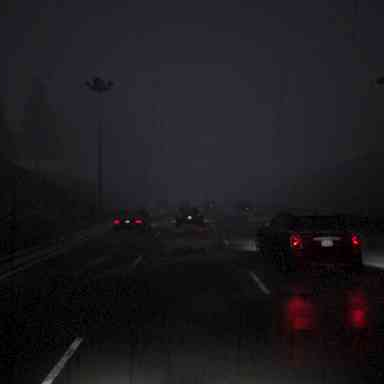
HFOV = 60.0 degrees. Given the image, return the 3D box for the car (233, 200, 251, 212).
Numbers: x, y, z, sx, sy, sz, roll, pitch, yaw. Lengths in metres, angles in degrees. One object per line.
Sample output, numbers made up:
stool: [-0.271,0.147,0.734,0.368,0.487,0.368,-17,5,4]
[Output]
car: [6.344,1.716,41.519,1.837,1.490,4.892,-1,0,-2]

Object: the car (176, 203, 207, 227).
car: [-0.186,1.737,24.623,1.994,1.385,4.181,-1,0,-1]

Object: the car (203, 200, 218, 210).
car: [2.560,1.862,47.458,1.994,1.385,4.181,-1,0,-3]

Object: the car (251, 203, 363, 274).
car: [3.501,1.384,10.812,2.097,1.767,4.553,-1,0,-1]

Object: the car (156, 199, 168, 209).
car: [-4.733,1.933,53.320,1.837,1.490,4.892,-1,0,-3]

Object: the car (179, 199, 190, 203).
car: [-1.148,1.864,51.606,2.128,1.511,4.902,-1,0,-3]

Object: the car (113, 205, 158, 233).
car: [-3.648,1.739,21.137,2.033,1.411,5.357,-1,0,-1]
